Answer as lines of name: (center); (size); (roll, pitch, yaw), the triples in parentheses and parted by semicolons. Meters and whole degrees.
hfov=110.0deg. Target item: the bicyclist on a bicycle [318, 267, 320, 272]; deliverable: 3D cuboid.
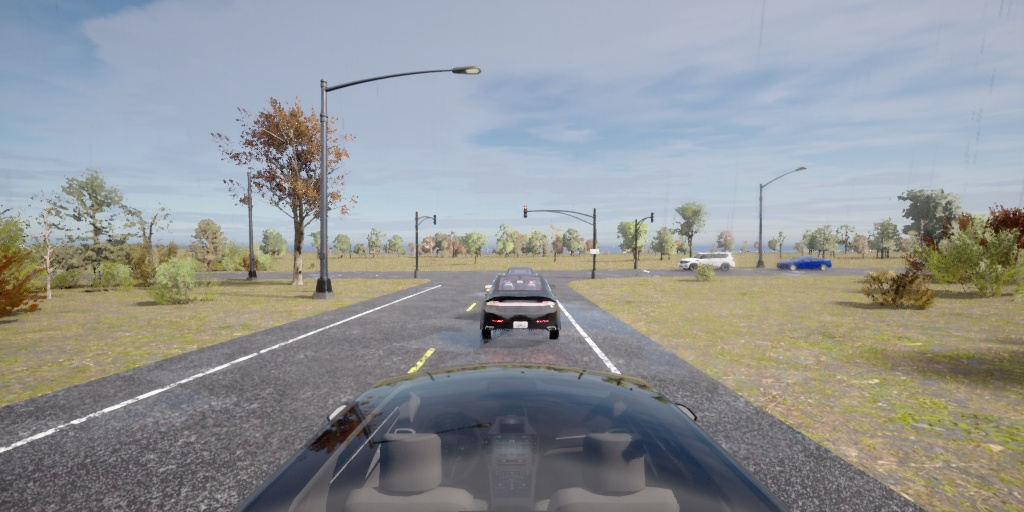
bicyclist on a bicycle: (-25.337, 1.326, 47.877); (0.582, 1.620, 1.656); (-1, 0, 5)

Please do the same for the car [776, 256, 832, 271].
car: (31.611, 0.775, 38.906); (5.008, 1.535, 1.882); (-1, 1, 5)

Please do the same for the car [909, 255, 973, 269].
car: (45.017, 0.637, 37.700); (5.008, 1.535, 1.882); (-1, 1, 5)

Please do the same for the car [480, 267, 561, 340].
car: (0.221, 1.235, 9.976); (2.128, 1.511, 4.902); (0, 0, 1)

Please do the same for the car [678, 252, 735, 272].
car: (21.553, 0.629, 39.795); (5.566, 2.045, 2.150); (-1, 1, 5)
